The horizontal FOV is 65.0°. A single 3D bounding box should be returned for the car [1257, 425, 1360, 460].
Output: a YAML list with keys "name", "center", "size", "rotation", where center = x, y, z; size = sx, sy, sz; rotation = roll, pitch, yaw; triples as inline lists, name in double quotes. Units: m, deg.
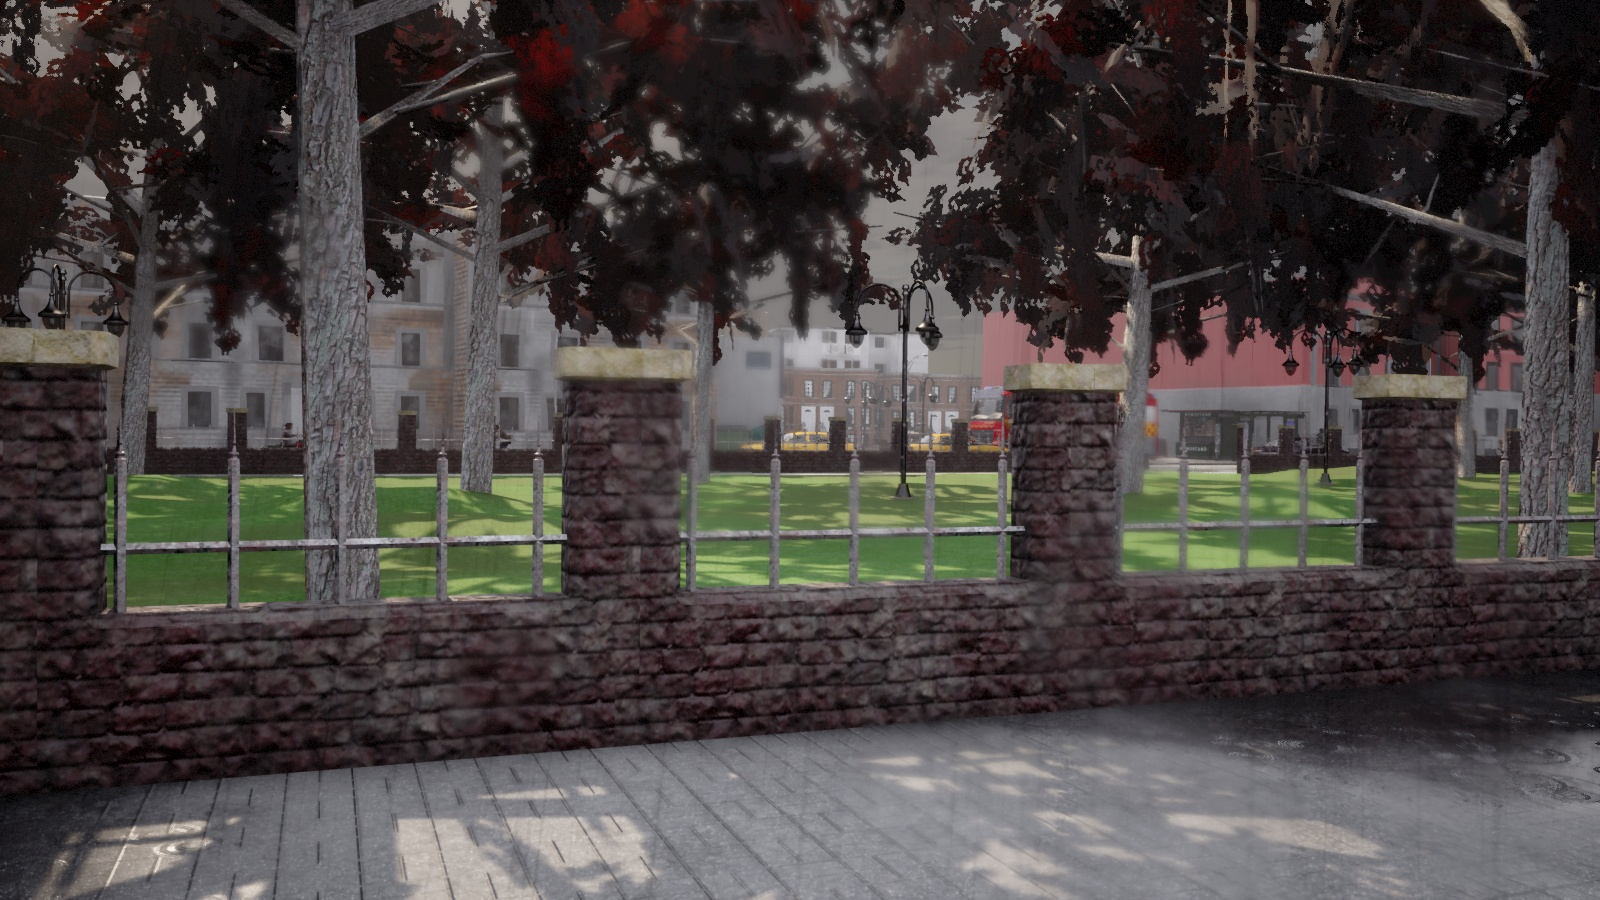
- name: "car"
  center: [22.905, -0.356, 56.577]
  size: [4.193, 1.474, 1.816]
  rotation: [-1, 1, -21]

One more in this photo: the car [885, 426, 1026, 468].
- name: "car"
  center: [6.219, -0.148, 50.265]
  size: [5.366, 1.575, 1.801]
  rotation: [-1, 1, -21]

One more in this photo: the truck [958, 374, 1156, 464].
- name: "truck"
  center: [11.609, -1.412, 56.567]
  size: [8.468, 3.827, 2.891]
  rotation: [-1, 1, -21]

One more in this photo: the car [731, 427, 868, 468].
- name: "car"
  center: [-0.012, -0.113, 52.181]
  size: [5.366, 1.575, 1.801]
  rotation: [-1, 1, -21]
